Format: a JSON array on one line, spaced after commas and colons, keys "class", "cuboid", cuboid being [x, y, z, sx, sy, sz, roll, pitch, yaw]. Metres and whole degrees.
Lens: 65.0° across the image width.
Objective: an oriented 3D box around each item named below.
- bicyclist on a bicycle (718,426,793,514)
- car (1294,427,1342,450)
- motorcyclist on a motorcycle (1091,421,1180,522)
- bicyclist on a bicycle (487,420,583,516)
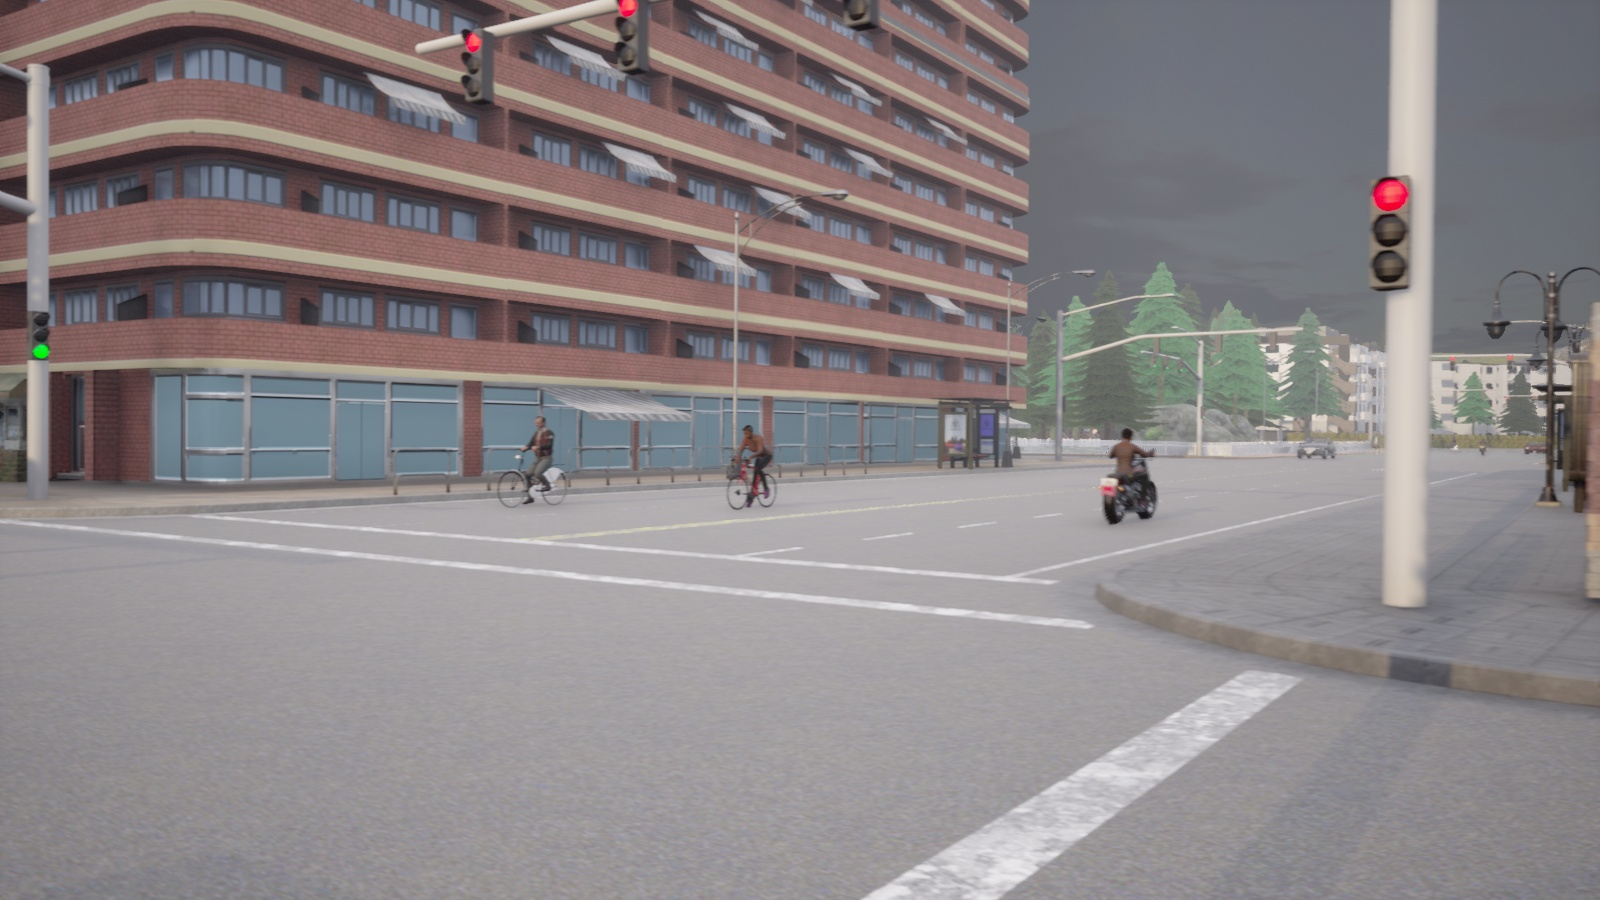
[{"class": "bicyclist on a bicycle", "cuboid": [-0.841, 0.362, 24.195, 0.582, 1.620, 1.656, 0, 1, 33]}, {"class": "car", "cuboid": [35.327, -0.801, 85.638, 2.128, 1.511, 4.902, 0, 1, 33]}, {"class": "motorcyclist on a motorcycle", "cuboid": [5.792, 0.335, 21.554, 0.766, 1.649, 2.350, 0, 1, 33]}, {"class": "bicyclist on a bicycle", "cuboid": [-5.069, 0.319, 24.130, 0.659, 1.776, 1.843, 0, 1, 33]}]
